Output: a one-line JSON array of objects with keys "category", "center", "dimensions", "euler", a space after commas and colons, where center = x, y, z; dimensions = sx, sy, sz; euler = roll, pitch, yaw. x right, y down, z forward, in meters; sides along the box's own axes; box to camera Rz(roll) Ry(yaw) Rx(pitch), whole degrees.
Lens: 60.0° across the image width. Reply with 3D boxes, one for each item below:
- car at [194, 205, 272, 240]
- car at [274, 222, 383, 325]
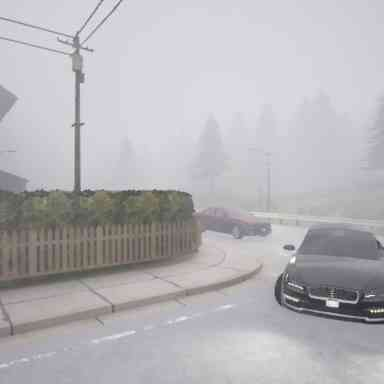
[{"category": "car", "center": [1.989, 1.476, 17.523], "dimensions": [1.882, 1.535, 5.008], "euler": [0, 0, -33]}, {"category": "car", "center": [3.285, 1.504, 7.387], "dimensions": [1.837, 1.490, 4.892], "euler": [0, 0, 27]}]
